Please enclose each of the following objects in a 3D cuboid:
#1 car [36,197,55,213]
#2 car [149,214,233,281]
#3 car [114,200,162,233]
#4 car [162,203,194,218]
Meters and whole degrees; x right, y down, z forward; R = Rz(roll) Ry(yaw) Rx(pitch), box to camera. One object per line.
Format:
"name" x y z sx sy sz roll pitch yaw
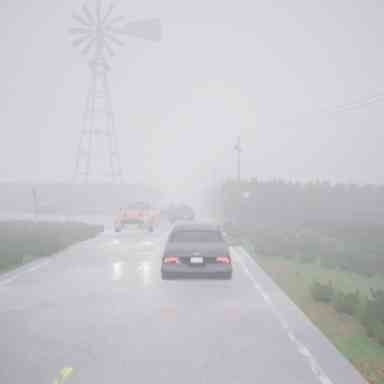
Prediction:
"car" -17.190 1.486 38.770 1.905 1.878 3.866 0 0 -31
"car" 0.111 1.619 10.091 2.033 1.411 5.357 0 0 0
"car" -3.184 1.299 19.786 2.097 1.767 4.553 0 0 0
"car" -1.447 1.662 26.675 2.128 1.511 4.902 1 -1 -23
